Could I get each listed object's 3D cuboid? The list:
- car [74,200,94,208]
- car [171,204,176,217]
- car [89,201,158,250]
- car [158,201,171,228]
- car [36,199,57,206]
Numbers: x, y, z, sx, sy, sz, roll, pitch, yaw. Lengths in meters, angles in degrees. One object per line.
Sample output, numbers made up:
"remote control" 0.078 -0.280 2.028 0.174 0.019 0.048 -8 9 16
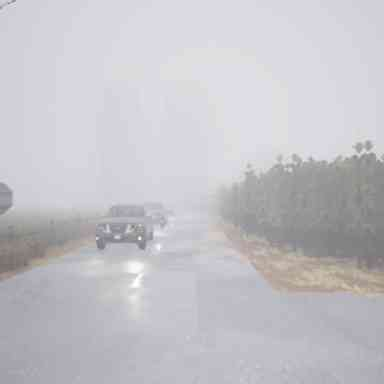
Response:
"car" -16.255 2.457 55.274 5.357 1.411 2.033 0 -1 0
"car" -3.113 2.258 42.388 1.882 1.535 5.008 0 -1 0
"car" -3.176 1.594 16.738 2.150 2.045 5.566 0 -1 -1
"car" -3.203 1.791 27.345 2.150 2.045 5.566 0 -1 0
"car" -36.975 2.704 84.087 4.611 1.667 2.242 0 -1 0
